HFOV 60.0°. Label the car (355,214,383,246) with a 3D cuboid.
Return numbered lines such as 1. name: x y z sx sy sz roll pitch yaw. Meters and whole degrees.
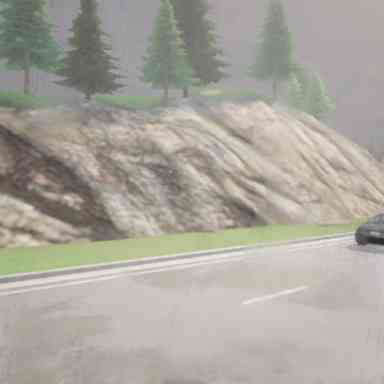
1. car: 8.964 1.640 14.583 4.181 1.385 1.994 0 0 -37
